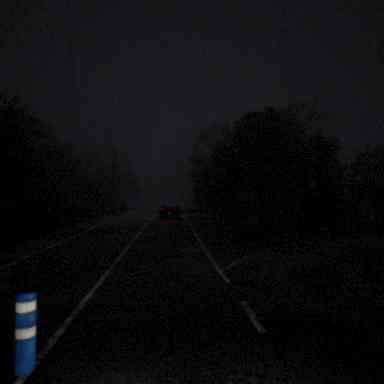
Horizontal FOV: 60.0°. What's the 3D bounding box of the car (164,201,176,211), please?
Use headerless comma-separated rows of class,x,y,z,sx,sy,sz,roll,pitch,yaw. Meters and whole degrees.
car,-3.459,2.139,51.883,1.812,1.442,4.674,1,-2,-4

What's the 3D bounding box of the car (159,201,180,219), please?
car,-2.162,1.746,32.079,1.882,1.535,5.008,1,0,-4
